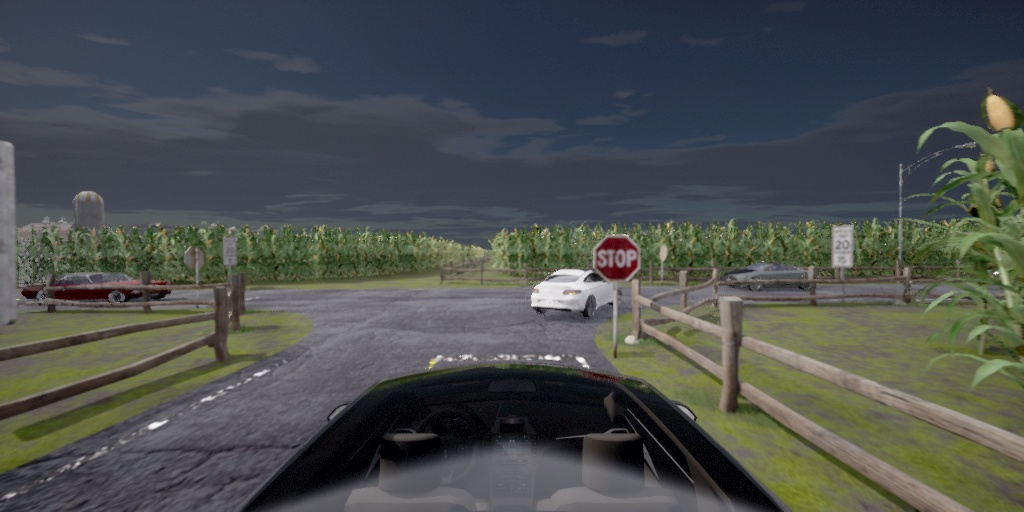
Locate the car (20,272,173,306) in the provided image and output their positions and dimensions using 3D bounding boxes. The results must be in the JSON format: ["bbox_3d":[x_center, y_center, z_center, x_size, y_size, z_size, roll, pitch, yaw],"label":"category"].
[{"bbox_3d":[-17.552,1.362,15.388,4.718,1.301,1.895,0,1,-1],"label":"car"}]

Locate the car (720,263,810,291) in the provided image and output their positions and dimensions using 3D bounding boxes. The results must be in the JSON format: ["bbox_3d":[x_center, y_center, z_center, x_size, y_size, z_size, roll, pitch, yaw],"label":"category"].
[{"bbox_3d":[13.282,1.048,18.775,4.181,1.385,1.994,-1,1,-1],"label":"car"}]

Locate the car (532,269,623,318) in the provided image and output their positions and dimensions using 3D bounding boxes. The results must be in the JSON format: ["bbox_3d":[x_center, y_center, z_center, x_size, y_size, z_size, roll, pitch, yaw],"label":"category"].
[{"bbox_3d":[2.349,1.173,12.537,1.812,1.442,4.674,-1,1,32],"label":"car"}]

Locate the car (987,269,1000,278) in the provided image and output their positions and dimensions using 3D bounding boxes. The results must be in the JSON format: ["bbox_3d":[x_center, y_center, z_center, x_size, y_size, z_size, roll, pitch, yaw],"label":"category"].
[{"bbox_3d":[28.953,0.603,18.990,5.566,2.045,2.150,0,1,-1],"label":"car"}]
